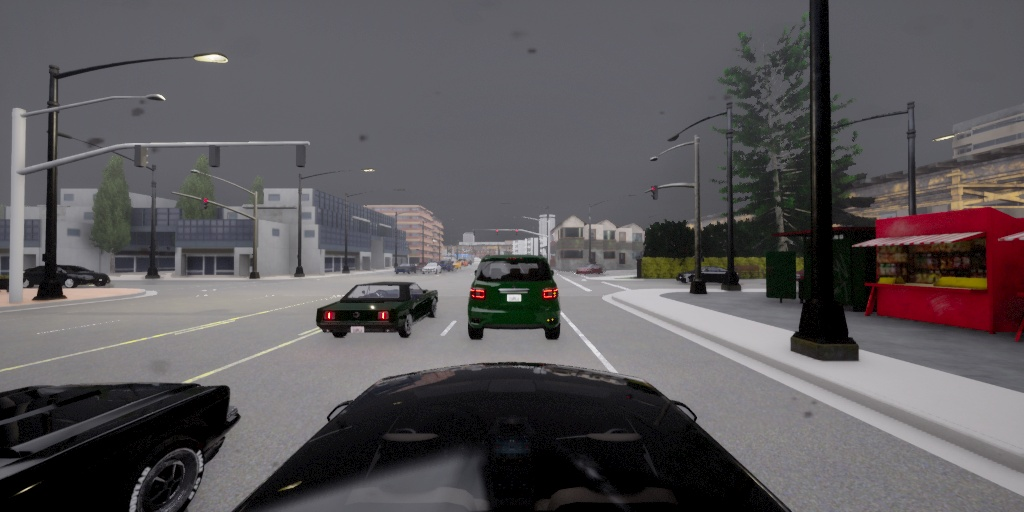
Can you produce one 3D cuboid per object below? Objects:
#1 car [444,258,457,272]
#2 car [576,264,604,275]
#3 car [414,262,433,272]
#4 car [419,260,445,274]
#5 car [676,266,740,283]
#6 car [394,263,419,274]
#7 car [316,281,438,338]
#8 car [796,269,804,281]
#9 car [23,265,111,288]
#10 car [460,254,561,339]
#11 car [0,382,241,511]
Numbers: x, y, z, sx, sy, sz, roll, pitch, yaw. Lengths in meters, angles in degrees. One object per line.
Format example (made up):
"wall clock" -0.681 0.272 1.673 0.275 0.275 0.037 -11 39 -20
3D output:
"car" -10.621 1.526 56.896 2.097 1.767 4.553 0 0 0
"car" 9.981 1.696 45.570 1.994 1.385 4.181 -1 -1 44
"car" -14.121 1.699 57.463 1.812 1.442 4.674 0 0 0
"car" -10.631 1.643 47.869 1.812 1.442 4.674 0 0 0
"car" 14.745 1.448 27.112 4.181 1.385 1.994 0 -1 0
"car" -14.141 1.671 48.241 2.033 1.411 5.357 0 -1 0
"car" -3.438 1.368 10.240 1.895 1.301 4.718 0 0 0
"car" 23.242 1.409 27.045 4.674 1.442 1.812 0 -1 1
"car" -29.644 1.344 23.742 4.892 1.490 1.837 0 -1 1
"car" 0.059 0.986 10.224 2.150 2.045 5.566 0 0 0
"car" -3.402 1.351 1.100 1.895 1.301 4.718 0 0 0
